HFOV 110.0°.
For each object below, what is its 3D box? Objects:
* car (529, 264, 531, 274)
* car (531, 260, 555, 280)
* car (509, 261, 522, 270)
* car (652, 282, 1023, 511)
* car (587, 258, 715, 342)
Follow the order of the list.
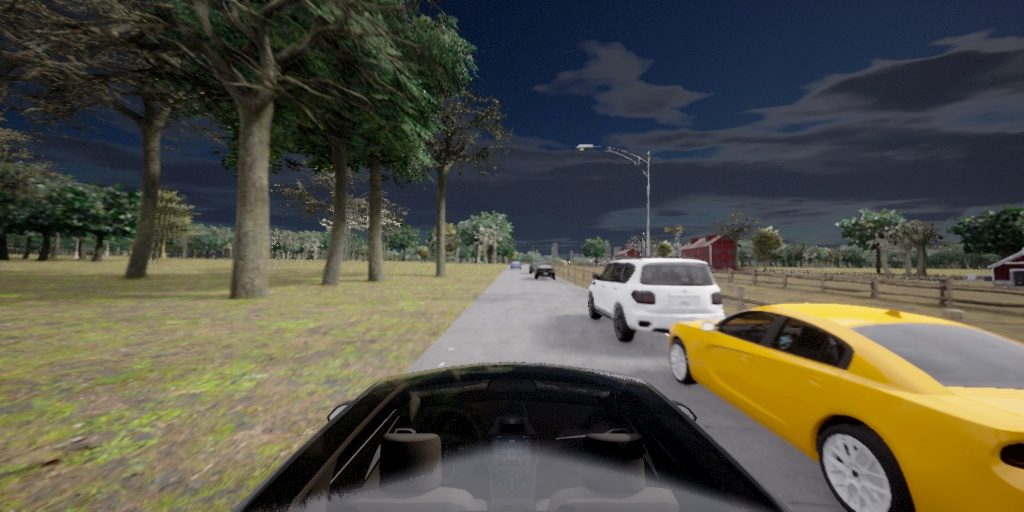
[{"bbox_3d":[3.288,1.408,47.390,2.097,1.767,4.553,0,0,1],"label":"car"},{"bbox_3d":[3.198,1.491,35.723,1.882,1.535,5.008,0,0,1],"label":"car"},{"bbox_3d":[0.674,1.583,59.442,1.812,1.442,4.674,0,0,1],"label":"car"},{"bbox_3d":[3.584,1.281,4.188,1.882,1.535,5.008,0,-1,1],"label":"car"},{"bbox_3d":[3.658,1.079,10.224,2.150,2.045,5.566,0,0,1],"label":"car"}]
